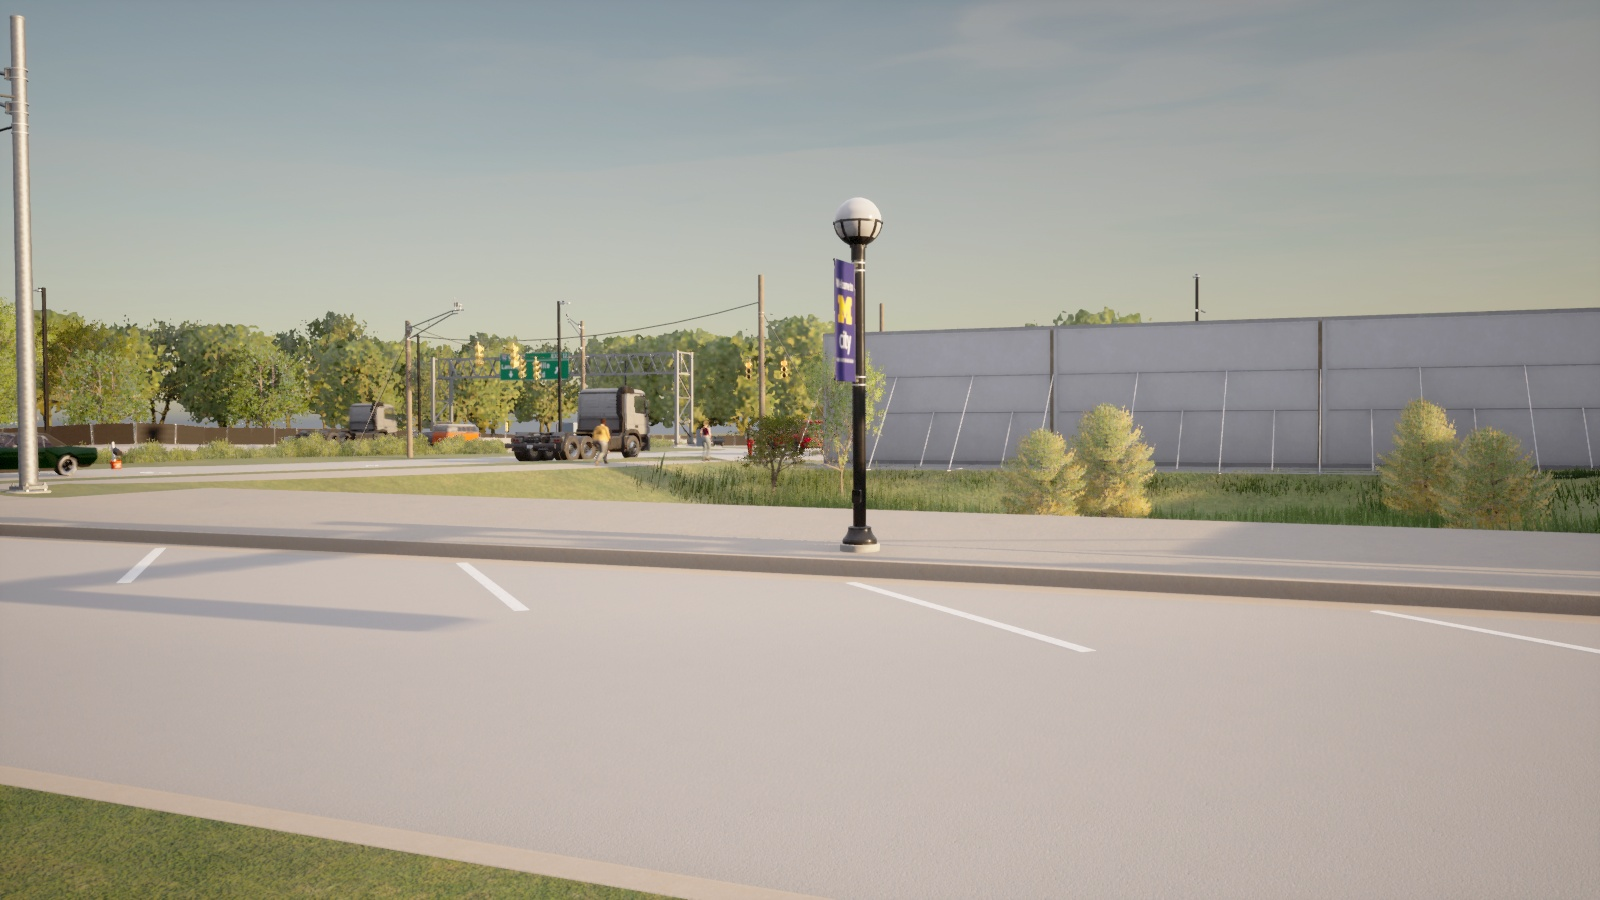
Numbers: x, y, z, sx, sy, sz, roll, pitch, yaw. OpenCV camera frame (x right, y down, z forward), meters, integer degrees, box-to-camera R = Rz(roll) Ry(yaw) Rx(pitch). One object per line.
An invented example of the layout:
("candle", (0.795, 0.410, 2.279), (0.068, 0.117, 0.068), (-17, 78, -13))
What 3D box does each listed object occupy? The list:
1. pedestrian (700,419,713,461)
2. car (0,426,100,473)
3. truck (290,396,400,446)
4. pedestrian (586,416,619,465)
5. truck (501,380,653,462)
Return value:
("pedestrian", (-4.176, -0.457, 56.090), (0.345, 1.836, 0.594), (1, 2, 22))
("car", (-22.836, -0.022, 35.986), (1.895, 1.301, 4.718), (1, 1, 22))
("truck", (-33.165, -2.075, 91.896), (2.891, 3.462, 7.936), (1, 0, 23))
("pedestrian", (-7.557, -0.395, 48.174), (0.874, 1.855, 0.900), (1, 2, 30))
("truck", (-9.986, -1.306, 57.263), (2.891, 3.462, 7.936), (1, 1, 24))
